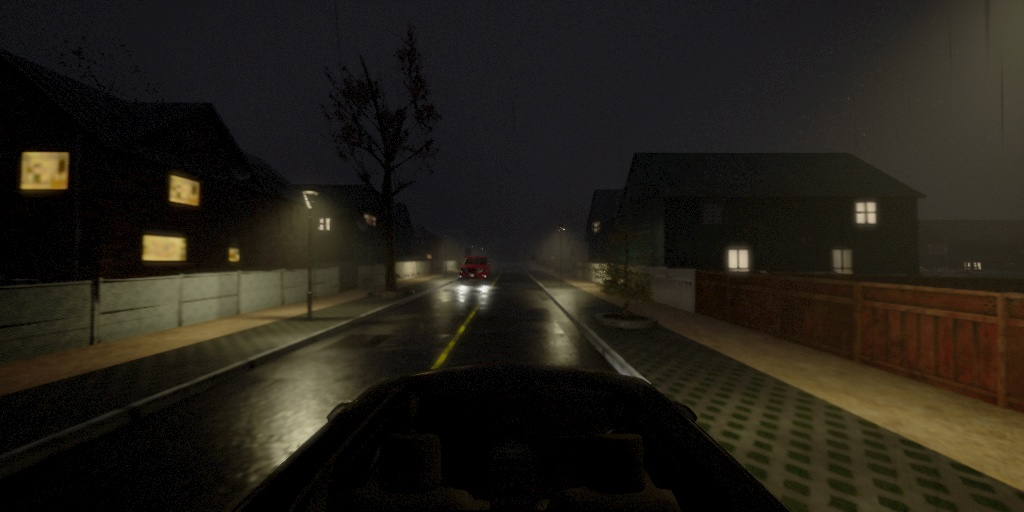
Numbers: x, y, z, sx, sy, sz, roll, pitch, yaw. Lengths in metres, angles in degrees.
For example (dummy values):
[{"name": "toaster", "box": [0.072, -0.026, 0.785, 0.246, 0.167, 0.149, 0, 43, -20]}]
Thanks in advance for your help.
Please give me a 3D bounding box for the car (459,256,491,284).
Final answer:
[{"name": "car", "box": [-2.846, 1.054, 28.568, 2.150, 2.045, 5.566, 0, 0, 0]}]
